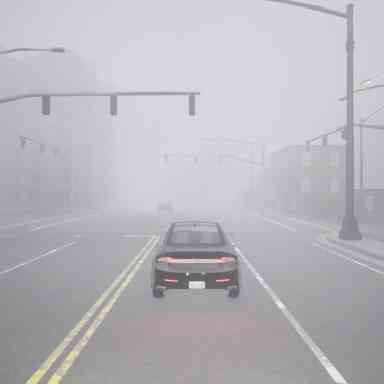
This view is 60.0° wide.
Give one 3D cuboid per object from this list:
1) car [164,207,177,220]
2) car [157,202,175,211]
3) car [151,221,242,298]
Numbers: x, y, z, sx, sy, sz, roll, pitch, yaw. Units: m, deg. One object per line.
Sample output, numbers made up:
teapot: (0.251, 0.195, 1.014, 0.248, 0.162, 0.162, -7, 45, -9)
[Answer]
car: (-3.604, 3.754, 56.768, 1.882, 1.535, 5.008, 0, -12, 0)
car: (-3.607, 2.055, 45.461, 1.994, 1.385, 4.181, 0, -4, 0)
car: (0.073, 1.492, 8.525, 2.128, 1.511, 4.902, 0, 0, 0)
